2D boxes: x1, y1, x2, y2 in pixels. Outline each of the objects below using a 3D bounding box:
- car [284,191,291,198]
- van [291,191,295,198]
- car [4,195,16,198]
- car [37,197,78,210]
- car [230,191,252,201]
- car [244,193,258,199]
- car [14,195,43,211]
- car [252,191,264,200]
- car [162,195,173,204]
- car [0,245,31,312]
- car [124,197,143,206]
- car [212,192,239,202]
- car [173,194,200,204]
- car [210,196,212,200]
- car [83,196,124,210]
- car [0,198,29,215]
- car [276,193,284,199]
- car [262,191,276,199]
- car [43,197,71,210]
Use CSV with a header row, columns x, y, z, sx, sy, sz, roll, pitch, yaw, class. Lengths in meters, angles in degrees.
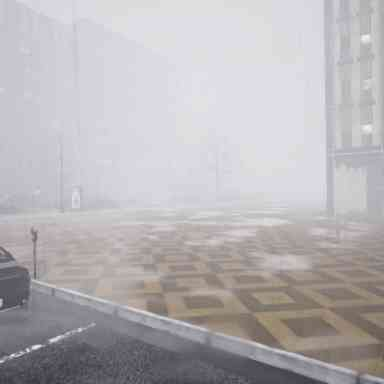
x,y,z,sx,sy,sz,roll,pitch,yaw,class
22.269,0.932,82.005,1.802,1.307,4.206,-1,0,36,car
25.510,0.654,86.480,1.690,1.788,3.998,-1,0,36,van
-20.613,1.385,32.700,1.882,1.535,5.008,-1,0,37,car
-16.952,1.415,42.167,1.887,1.381,4.507,-1,0,36,car
9.294,1.048,64.102,1.887,1.381,4.507,-1,0,36,car
15.484,1.040,86.923,1.947,1.339,4.313,-1,0,36,car
-20.199,1.228,37.691,2.192,1.841,5.009,-1,0,36,car
12.537,1.046,68.577,1.802,1.307,4.206,-1,0,36,car
-3.155,1.175,56.707,2.128,1.511,4.902,-1,0,37,car
-4.903,1.553,6.548,4.403,1.369,2.008,0,-1,36,car
-9.331,1.361,48.271,1.895,1.301,4.718,-1,0,36,car
6.050,1.093,59.626,2.008,1.369,4.403,-1,0,36,car
-0.439,1.062,50.675,1.967,1.590,4.097,-1,0,36,car
5.752,1.029,73.496,1.967,1.590,4.097,-1,0,36,car
-10.169,1.186,37.248,1.967,1.590,4.097,-1,0,36,car
-16.655,1.413,28.296,1.802,1.307,4.206,-1,0,36,car
19.024,0.938,77.528,2.008,1.369,4.403,-1,0,36,car
15.778,0.741,73.053,2.192,1.841,5.009,-1,0,36,car
-15.044,1.360,40.392,1.812,1.442,4.674,-1,0,36,car
